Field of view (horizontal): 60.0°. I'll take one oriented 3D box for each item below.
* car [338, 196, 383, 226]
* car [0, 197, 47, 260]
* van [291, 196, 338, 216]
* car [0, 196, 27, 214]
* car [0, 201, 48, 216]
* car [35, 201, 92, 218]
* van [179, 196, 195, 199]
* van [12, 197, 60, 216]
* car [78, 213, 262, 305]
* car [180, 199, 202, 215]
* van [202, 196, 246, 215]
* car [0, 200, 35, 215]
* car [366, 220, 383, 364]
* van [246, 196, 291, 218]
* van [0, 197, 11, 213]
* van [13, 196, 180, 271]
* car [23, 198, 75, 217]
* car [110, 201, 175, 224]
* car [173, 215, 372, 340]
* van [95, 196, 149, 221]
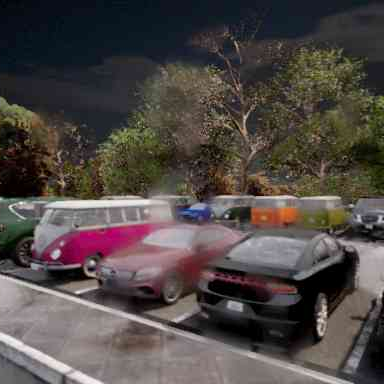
[{"bbox_3d":[9.656,1.227,17.372,2.435,2.045,5.566,0,0,36],"label":"car"},{"bbox_3d":[-4.703,1.202,11.636,2.435,2.045,5.566,0,0,36],"label":"car"},{"bbox_3d":[7.488,1.243,19.103,1.878,1.987,4.442,0,0,36],"label":"van"},{"bbox_3d":[-23.978,1.624,41.522,2.435,2.045,5.566,-1,-1,36],"label":"car"},{"bbox_3d":[-19.494,1.797,38.270,2.231,1.521,4.892,-1,-1,36],"label":"car"},{"bbox_3d":[-12.838,1.689,33.506,2.097,1.535,5.008,-1,-1,36],"label":"car"},{"bbox_3d":[-1.543,1.281,25.281,1.878,1.987,4.442,-1,-1,36],"label":"van"},{"bbox_3d":[-17.172,1.534,36.759,1.878,1.987,4.442,-1,-1,36],"label":"van"},{"bbox_3d":[-0.204,1.511,8.383,2.002,1.452,4.674,0,0,36],"label":"car"},{"bbox_3d":[0.783,1.471,23.766,2.097,1.535,5.008,-1,-1,36],"label":"car"},{"bbox_3d":[2.841,1.227,22.143,1.878,1.987,4.442,0,0,36],"label":"van"},{"bbox_3d":[-21.848,1.831,39.735,1.946,1.575,5.366,-1,-1,36],"label":"car"},{"bbox_3d":[4.291,1.362,5.123,2.185,1.767,4.553,0,0,36],"label":"car"},{"bbox_3d":[5.337,1.235,20.643,1.878,1.987,4.442,0,0,36],"label":"van"},{"bbox_3d":[-26.276,1.705,43.278,1.878,1.987,4.442,-1,-1,36],"label":"van"},{"bbox_3d":[-2.530,1.236,9.902,1.878,1.987,4.442,0,0,36],"label":"van"},{"bbox_3d":[-15.005,1.598,35.025,2.185,1.767,4.553,-1,-1,36],"label":"car"},{"bbox_3d":[-3.830,1.540,26.836,1.946,1.575,5.366,-1,-1,36],"label":"car"},{"bbox_3d":[2.048,1.479,6.761,2.097,1.535,5.008,0,0,36],"label":"car"},{"bbox_3d":[-5.910,1.354,28.696,1.878,1.987,4.442,-1,-1,36],"label":"van"}]
